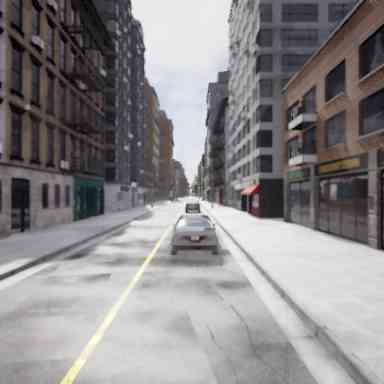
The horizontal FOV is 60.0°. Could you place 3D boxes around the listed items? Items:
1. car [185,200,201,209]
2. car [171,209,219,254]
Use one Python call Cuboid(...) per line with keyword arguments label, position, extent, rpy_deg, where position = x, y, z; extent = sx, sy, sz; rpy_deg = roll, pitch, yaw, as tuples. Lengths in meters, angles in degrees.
Cuboid(label="car", position=(0.103, 1.815, 42.639), extent=(2.128, 1.511, 4.902), rpy_deg=(0, 0, 0))
Cuboid(label="car", position=(0.102, 1.655, 13.966), extent=(2.033, 1.411, 5.357), rpy_deg=(0, 0, 0))
